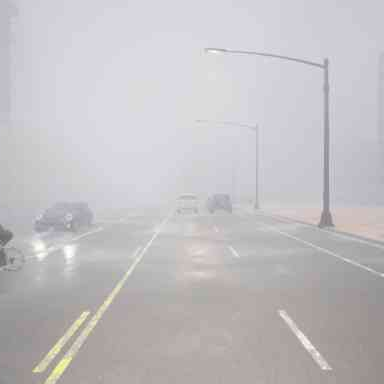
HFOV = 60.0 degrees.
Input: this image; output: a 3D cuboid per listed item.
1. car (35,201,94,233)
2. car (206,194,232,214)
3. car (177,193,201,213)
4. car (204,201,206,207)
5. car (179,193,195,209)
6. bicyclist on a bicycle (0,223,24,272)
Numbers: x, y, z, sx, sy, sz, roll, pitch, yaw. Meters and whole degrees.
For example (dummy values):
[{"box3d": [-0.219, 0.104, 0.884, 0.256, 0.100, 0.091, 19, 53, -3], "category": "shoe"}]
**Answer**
[{"box3d": [-7.369, 1.350, 19.624, 2.097, 1.767, 4.553, 0, 0, -1], "category": "car"}, {"box3d": [3.014, 1.221, 36.092, 2.150, 2.045, 5.566, 0, 0, -1], "category": "car"}, {"box3d": [-0.500, 1.221, 36.943, 2.150, 2.045, 5.566, 0, 0, -1], "category": "car"}, {"box3d": [2.805, 1.547, 46.747, 2.033, 1.411, 5.357, 0, 0, -1], "category": "car"}, {"box3d": [-0.683, 1.221, 47.536, 2.150, 2.045, 5.566, 0, 0, -1], "category": "car"}, {"box3d": [-5.511, 1.455, 9.235, 1.656, 1.620, 0.582, -2, 0, -1], "category": "bicyclist on a bicycle"}]
